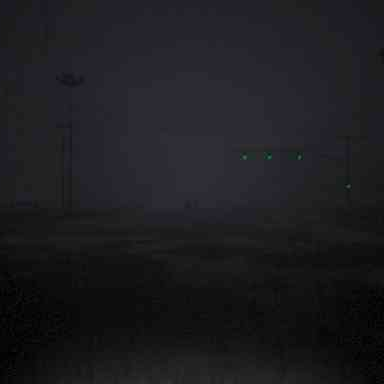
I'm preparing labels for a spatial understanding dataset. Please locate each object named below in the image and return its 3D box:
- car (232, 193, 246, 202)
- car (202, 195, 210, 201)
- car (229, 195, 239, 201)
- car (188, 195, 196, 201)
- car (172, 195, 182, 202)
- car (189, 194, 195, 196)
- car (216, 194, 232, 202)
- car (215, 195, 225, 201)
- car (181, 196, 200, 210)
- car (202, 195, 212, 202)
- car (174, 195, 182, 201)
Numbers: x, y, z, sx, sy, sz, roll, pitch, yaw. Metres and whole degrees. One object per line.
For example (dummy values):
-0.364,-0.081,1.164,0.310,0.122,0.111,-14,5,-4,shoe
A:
10.491,1.182,73.144,2.150,2.045,5.566,0,0,0,car
3.489,1.492,83.683,1.895,1.301,4.718,0,0,0,car
10.489,1.489,83.684,1.895,1.301,4.718,0,0,0,car
-0.011,1.494,83.684,1.895,1.301,4.718,0,0,0,car
-3.509,1.456,73.530,1.837,1.490,4.892,0,0,0,car
-0.009,1.312,73.510,2.097,1.767,4.553,0,0,0,car
6.991,1.312,73.435,2.097,1.767,4.553,0,0,0,car
6.989,1.434,83.653,2.033,1.411,5.357,0,0,0,car
-0.006,1.538,43.421,1.994,1.385,4.181,0,0,0,car
3.491,1.456,73.462,1.837,1.490,4.892,0,0,0,car
-3.511,1.423,83.653,1.812,1.442,4.674,0,0,0,car
